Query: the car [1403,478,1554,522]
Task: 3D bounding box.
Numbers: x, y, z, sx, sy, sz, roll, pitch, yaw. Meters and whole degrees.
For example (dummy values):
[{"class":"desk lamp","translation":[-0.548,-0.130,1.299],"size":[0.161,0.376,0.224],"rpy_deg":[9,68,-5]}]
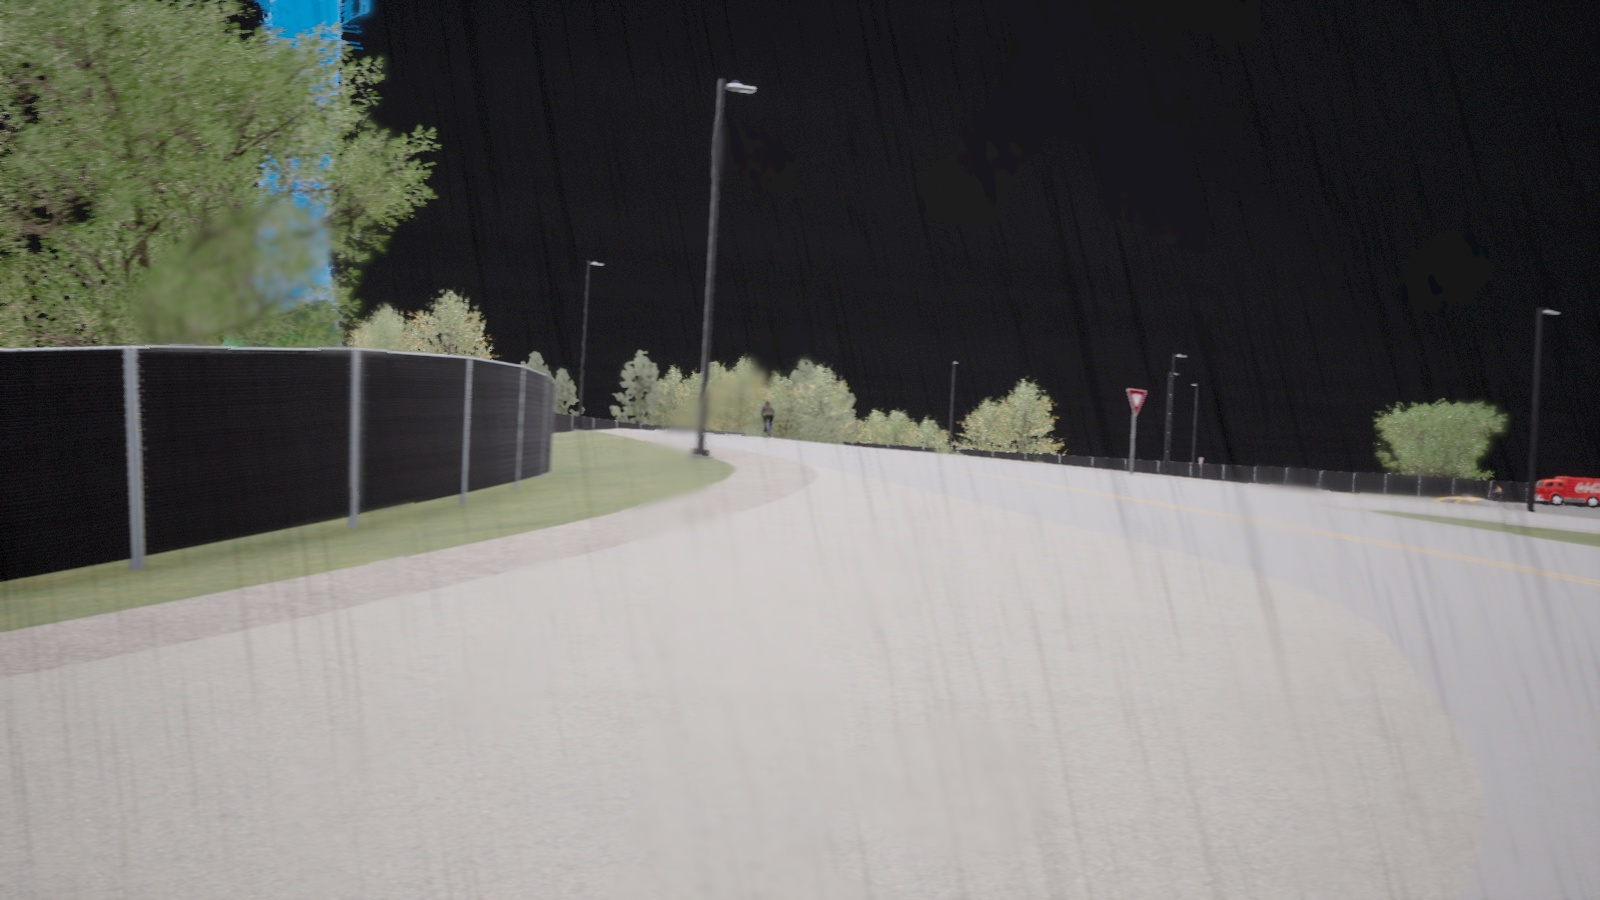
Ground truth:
[{"class":"car","translation":[27.830,2.016,51.715],"size":[1.801,1.575,5.366],"rpy_deg":[0,0,-28]}]
